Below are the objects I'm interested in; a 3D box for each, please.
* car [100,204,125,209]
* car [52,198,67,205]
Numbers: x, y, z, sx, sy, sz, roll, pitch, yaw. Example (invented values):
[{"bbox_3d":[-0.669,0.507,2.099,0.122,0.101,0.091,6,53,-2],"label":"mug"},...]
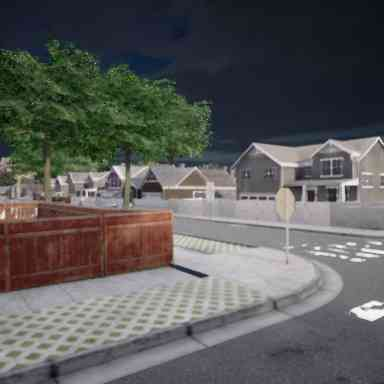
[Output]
[{"bbox_3d":[-6.936,1.727,29.436,1.895,1.301,4.718,0,0,-35],"label":"car"},{"bbox_3d":[-19.079,1.615,46.594,2.097,1.767,4.553,0,0,-36],"label":"car"}]
